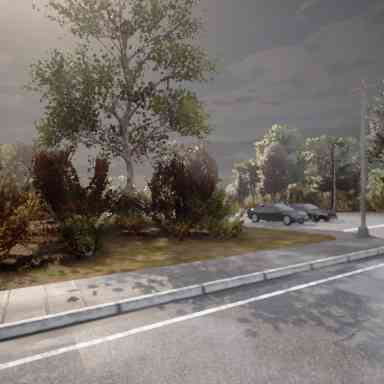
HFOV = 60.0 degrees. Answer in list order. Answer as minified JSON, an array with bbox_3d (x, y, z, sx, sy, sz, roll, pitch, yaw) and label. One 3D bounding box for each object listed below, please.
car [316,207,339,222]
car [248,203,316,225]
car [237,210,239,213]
[{"bbox_3d":[9.000,1.629,27.173,2.033,1.411,5.357,0,-1,-39],"label":"car"},{"bbox_3d":[6.342,1.587,24.846,1.837,1.490,4.892,0,-1,-39],"label":"car"},{"bbox_3d":[2.347,1.455,34.935,2.150,2.045,5.566,0,-1,-43],"label":"car"}]
